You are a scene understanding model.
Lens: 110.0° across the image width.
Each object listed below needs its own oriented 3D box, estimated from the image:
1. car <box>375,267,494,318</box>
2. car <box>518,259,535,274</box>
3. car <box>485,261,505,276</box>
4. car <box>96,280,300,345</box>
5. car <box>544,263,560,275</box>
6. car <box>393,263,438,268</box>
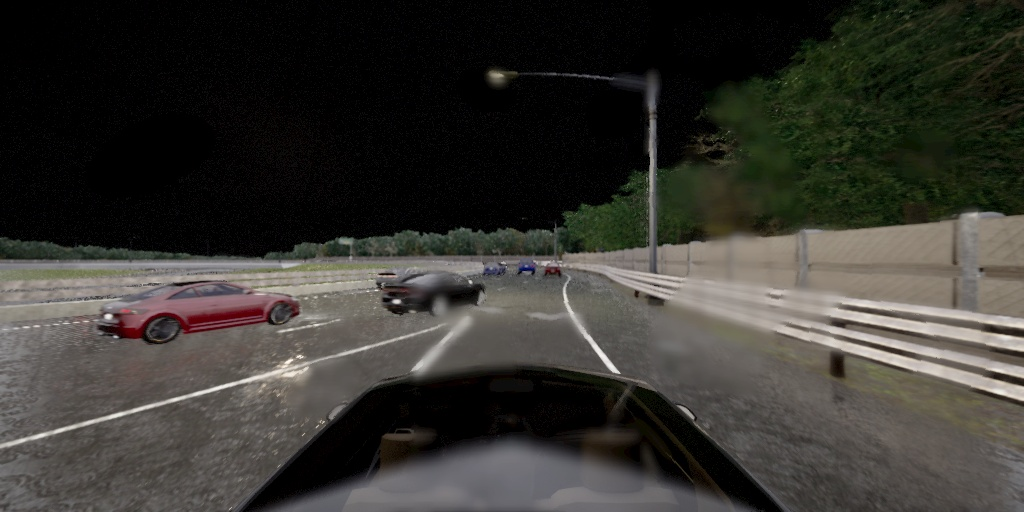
[{"bbox_3d":[-2.742,1.334,13.750,1.882,1.535,5.008,0,0,23],"label":"car"},{"bbox_3d":[2.013,1.436,49.227,2.150,2.045,5.566,0,-1,3],"label":"car"},{"bbox_3d":[-2.098,1.497,43.265,2.097,1.767,4.553,0,-1,7],"label":"car"},{"bbox_3d":[-8.271,1.362,9.914,1.994,1.385,4.181,0,-1,26],"label":"car"},{"bbox_3d":[5.216,1.673,46.248,1.882,1.535,5.008,0,-1,5],"label":"car"},{"bbox_3d":[-6.665,1.428,23.113,2.128,1.511,4.902,0,-1,19],"label":"car"}]
